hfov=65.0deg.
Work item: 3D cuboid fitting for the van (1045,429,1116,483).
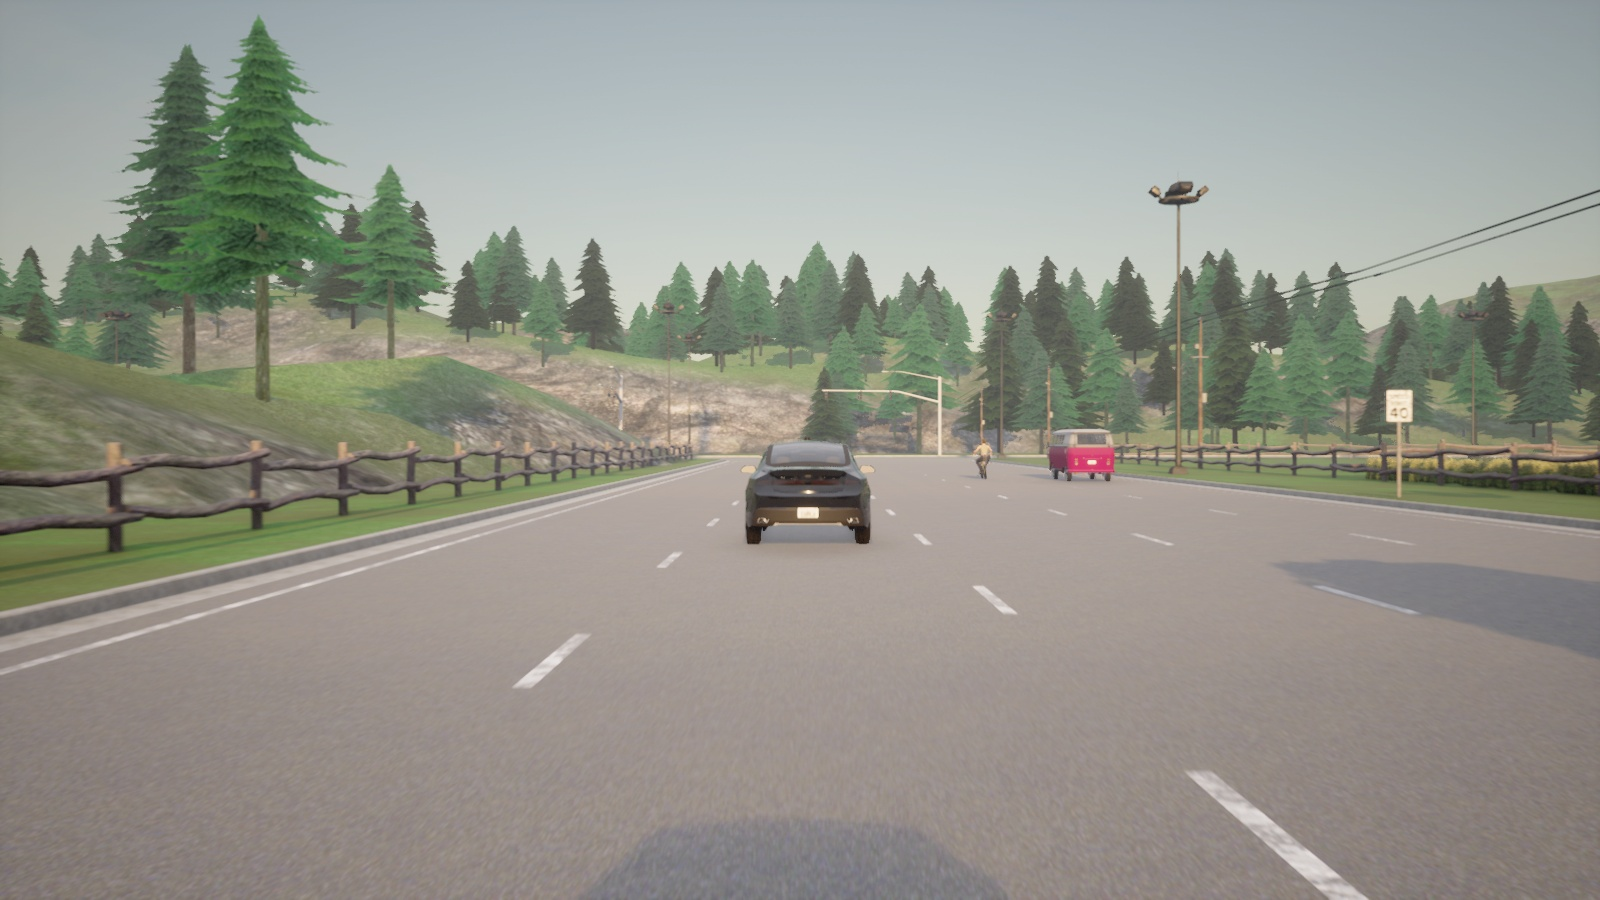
[{"bbox_3d":[10.720,0.203,48.286,1.775,1.987,4.442,0,0,0],"label":"van"}]

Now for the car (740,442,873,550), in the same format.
[{"bbox_3d":[0.098,0.624,19.828,1.837,1.490,4.892,0,0,0],"label":"car"}]
